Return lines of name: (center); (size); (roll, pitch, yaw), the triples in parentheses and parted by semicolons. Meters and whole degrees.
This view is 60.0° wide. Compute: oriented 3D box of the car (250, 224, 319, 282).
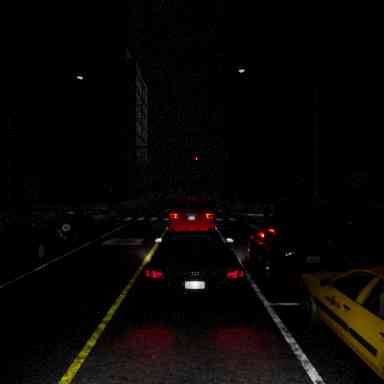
car: (2.754, 1.566, 9.585); (1.947, 1.339, 4.313); (0, 0, 0)

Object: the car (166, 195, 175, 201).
car: (-5.828, 1.585, 90.524); (2.008, 1.369, 4.403); (0, 0, 0)

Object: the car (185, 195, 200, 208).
car: (0.024, 1.361, 48.849); (2.097, 1.767, 4.553); (0, 0, 0)

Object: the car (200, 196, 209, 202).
car: (2.709, 1.568, 74.217); (1.887, 1.381, 4.507); (0, 0, 0)

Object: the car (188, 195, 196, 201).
car: (-0.061, 1.571, 85.621); (2.033, 1.411, 5.357); (0, 0, 0)

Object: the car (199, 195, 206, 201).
car: (2.701, 1.556, 85.262); (1.752, 1.417, 4.829); (0, 0, 0)

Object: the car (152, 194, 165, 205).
car: (-5.805, 1.329, 57.899); (2.192, 1.841, 5.009); (0, 0, 0)

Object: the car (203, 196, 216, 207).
car: (2.724, 1.452, 52.467); (1.967, 1.590, 4.097); (0, 0, 0)

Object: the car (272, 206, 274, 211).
car: (11.458, 1.480, 35.393); (5.566, 2.045, 2.150); (1, 0, 3)

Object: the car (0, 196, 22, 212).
car: (-17.941, 1.171, 31.941); (4.902, 1.511, 2.128); (1, 0, 0)

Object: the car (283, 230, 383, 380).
car: (2.758, 1.525, 4.298); (1.752, 1.417, 4.829); (0, 0, 0)

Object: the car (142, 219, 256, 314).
car: (0.054, 1.564, 7.711); (1.994, 1.385, 4.181); (0, 0, 0)

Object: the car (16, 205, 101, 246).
car: (-5.775, 1.441, 15.034); (1.967, 1.590, 4.097); (0, 0, 0)

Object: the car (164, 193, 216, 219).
car: (-0.009, 1.223, 17.131); (2.150, 2.045, 5.566); (0, 0, 0)

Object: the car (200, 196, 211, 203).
car: (2.713, 1.571, 68.779); (2.008, 1.369, 4.403); (0, 0, 0)

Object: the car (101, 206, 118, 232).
car: (-5.778, 1.527, 20.321); (1.752, 1.417, 4.829); (0, 0, 0)

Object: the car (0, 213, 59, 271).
car: (-5.771, 1.545, 9.577); (1.887, 1.381, 4.507); (0, 0, 0)

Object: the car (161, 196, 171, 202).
car: (-5.816, 1.549, 74.041); (1.752, 1.417, 4.829); (0, 0, 0)

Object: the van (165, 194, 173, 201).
van: (-5.824, 1.372, 85.087); (1.690, 1.788, 3.998); (0, 0, 0)

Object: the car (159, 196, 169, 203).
car: (-5.812, 1.602, 68.773); (1.802, 1.307, 4.206); (0, 0, 0)
